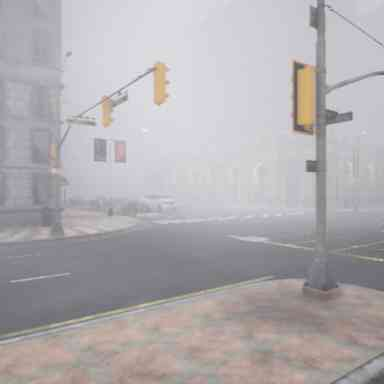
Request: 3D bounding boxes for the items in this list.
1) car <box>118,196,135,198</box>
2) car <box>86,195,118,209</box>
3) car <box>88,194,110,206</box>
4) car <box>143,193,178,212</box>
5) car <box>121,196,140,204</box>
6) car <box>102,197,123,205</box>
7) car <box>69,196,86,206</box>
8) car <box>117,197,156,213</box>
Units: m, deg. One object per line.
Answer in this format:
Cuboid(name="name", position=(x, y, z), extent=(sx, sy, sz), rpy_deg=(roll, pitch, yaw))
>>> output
Cuboid(name="car", position=(-9.681, 1.452, 46.956), extent=(2.128, 1.511, 4.902), rpy_deg=(0, 0, -35))
Cuboid(name="car", position=(-11.988, 1.319, 44.151), extent=(2.097, 1.767, 4.553), rpy_deg=(0, 0, -35))
Cuboid(name="car", position=(-15.576, 1.312, 55.359), extent=(2.097, 1.767, 4.553), rpy_deg=(0, 0, -35))
Cuboid(name="car", position=(-3.839, 1.182, 38.766), extent=(2.150, 2.045, 5.566), rpy_deg=(0, 0, -37))
Cuboid(name="car", position=(-11.445, 1.472, 61.753), extent=(1.812, 1.442, 4.674), rpy_deg=(0, 0, -35))
Cuboid(name="car", position=(-14.321, 1.554, 59.758), extent=(1.895, 1.301, 4.718), rpy_deg=(0, 0, -35))
Cuboid(name="car", position=(-17.982, 1.445, 52.678), extent=(1.882, 1.535, 5.008), rpy_deg=(0, 0, -35))
Cuboid(name="car", position=(-6.008, 1.532, 35.799), extent=(1.994, 1.385, 4.181), rpy_deg=(0, 0, -36))
